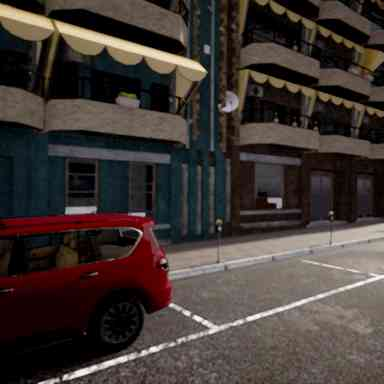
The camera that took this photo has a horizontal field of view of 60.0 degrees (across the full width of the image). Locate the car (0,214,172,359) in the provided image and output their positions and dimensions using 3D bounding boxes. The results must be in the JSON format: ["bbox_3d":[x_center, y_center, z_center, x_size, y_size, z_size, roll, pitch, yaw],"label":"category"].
[{"bbox_3d":[-2.646,1.312,4.653,5.009,1.841,2.192,-1,1,-35],"label":"car"}]
